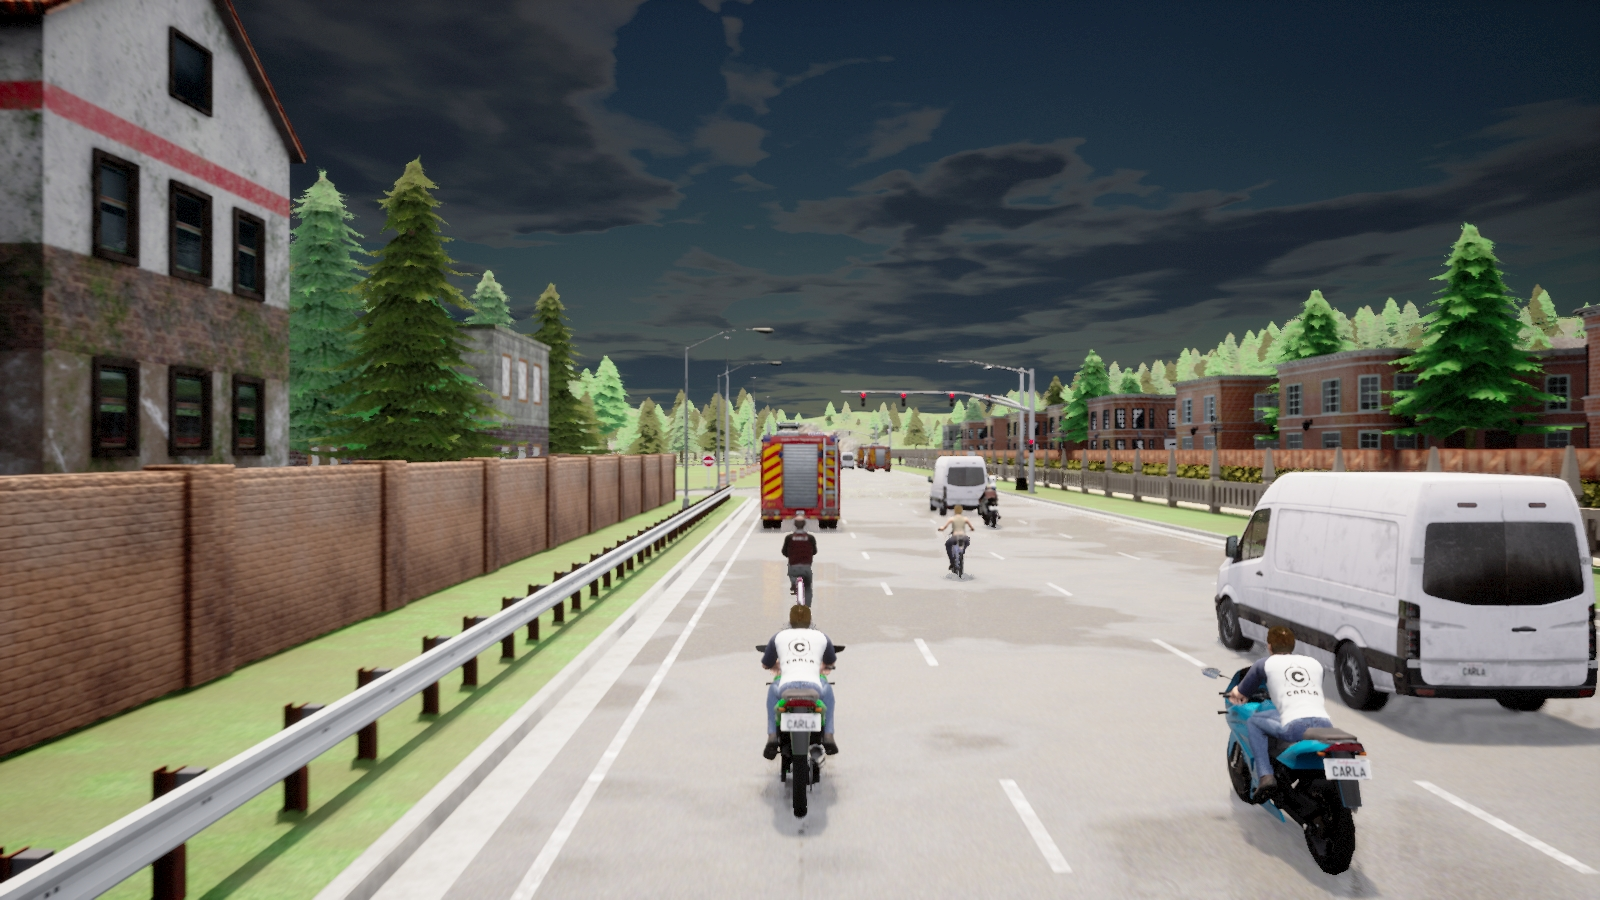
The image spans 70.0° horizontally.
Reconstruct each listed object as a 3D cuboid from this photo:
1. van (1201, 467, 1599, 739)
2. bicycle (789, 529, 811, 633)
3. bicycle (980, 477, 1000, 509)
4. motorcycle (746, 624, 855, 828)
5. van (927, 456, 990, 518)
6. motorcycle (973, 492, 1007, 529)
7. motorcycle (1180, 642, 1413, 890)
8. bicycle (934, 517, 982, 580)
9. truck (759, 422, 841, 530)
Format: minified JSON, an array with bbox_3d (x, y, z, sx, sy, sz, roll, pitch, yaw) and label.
[{"bbox_3d":[6.962,1.544,14.140,1.988,2.561,5.915,0,0,1],"label":"van"},{"bbox_3d":[-0.003,2.072,18.435,0.329,1.471,1.835,0,0,0],"label":"bicycle"},{"bbox_3d":[9.333,2.090,56.057,0.373,1.496,1.643,0,0,-13],"label":"bicycle"},{"bbox_3d":[0.003,2.192,9.446,0.803,1.199,2.033,0,0,0],"label":"motorcycle"},{"bbox_3d":[7.007,1.565,51.068,1.988,2.561,5.915,0,0,0],"label":"van"},{"bbox_3d":[7.010,2.231,42.222,0.867,1.251,2.209,0,0,0],"label":"motorcycle"},{"bbox_3d":[3.516,2.195,8.331,0.803,1.199,2.033,0,1,0],"label":"motorcycle"},{"bbox_3d":[3.506,2.173,25.420,0.859,1.277,1.487,0,0,0],"label":"bicycle"},{"bbox_3d":[0.005,0.917,44.551,2.891,3.827,8.468,0,0,0],"label":"truck"}]
